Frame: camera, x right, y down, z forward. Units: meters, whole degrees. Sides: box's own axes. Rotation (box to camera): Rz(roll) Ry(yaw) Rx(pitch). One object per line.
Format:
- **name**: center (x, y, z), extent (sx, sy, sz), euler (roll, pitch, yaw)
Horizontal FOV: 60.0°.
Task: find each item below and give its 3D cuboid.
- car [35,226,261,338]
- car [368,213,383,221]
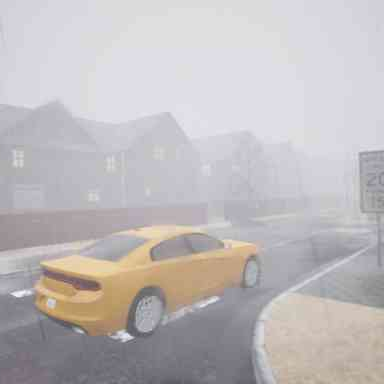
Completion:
- **car**: center (-0.439, 1.421, 6.693), extent (1.882, 1.535, 5.008), euler (-2, 0, 40)
- **car**: center (14.175, 1.074, 23.795), extent (2.097, 1.767, 4.553), euler (-2, -1, 41)
